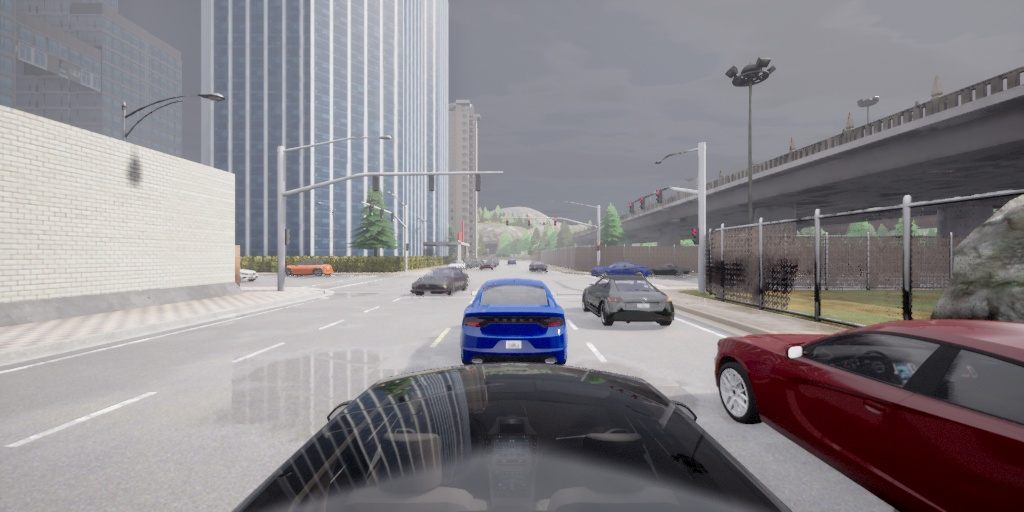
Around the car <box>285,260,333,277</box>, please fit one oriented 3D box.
[{"bbox_3d":[-20.272,1.170,35.407,4.553,1.767,2.097,0,0,0],"label":"car"}]

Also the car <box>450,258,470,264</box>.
[{"bbox_3d":[-7.102,1.292,47.280,1.812,1.442,4.674,0,0,0],"label":"car"}]

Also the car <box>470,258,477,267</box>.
[{"bbox_3d":[-7.097,1.122,56.145,2.097,1.767,4.553,0,0,0],"label":"car"}]

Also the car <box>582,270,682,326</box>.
[{"bbox_3d":[3.572,1.318,11.722,1.994,1.385,4.181,0,0,0],"label":"car"}]

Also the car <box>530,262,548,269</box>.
[{"bbox_3d":[3.274,1.365,44.748,1.895,1.301,4.718,0,0,-1],"label":"car"}]

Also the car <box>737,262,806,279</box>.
[{"bbox_3d":[22.720,1.294,32.006,5.008,1.535,1.882,0,0,0],"label":"car"}]

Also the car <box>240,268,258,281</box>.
[{"bbox_3d":[-22.644,1.341,28.222,4.674,1.442,1.812,0,0,0],"label":"car"}]

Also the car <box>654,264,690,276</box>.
[{"bbox_3d":[14.884,1.419,35.489,4.718,1.301,1.895,0,0,0],"label":"car"}]

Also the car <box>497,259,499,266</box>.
[{"bbox_3d":[-3.586,1.372,61.068,1.895,1.301,4.718,0,0,0],"label":"car"}]

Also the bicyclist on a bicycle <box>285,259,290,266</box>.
[{"bbox_3d":[-25.309,1.120,40.178,0.582,1.620,1.656,0,0,0],"label":"bicyclist on a bicycle"}]

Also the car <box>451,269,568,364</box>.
[{"bbox_3d":[0.051,1.230,8.060,1.882,1.535,5.008,0,0,1],"label":"car"}]

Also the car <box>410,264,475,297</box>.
[{"bbox_3d":[-3.632,1.312,19.087,2.033,1.411,5.357,0,0,6],"label":"car"}]

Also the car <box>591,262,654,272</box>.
[{"bbox_3d":[9.561,1.284,31.976,5.008,1.535,1.882,1,0,0],"label":"car"}]

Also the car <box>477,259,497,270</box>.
[{"bbox_3d":[-3.596,1.369,51.904,1.895,1.301,4.718,0,0,0],"label":"car"}]

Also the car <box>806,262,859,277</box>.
[{"bbox_3d":[31.423,1.324,35.523,4.892,1.490,1.837,1,0,0],"label":"car"}]

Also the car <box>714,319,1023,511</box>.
[{"bbox_3d":[3.601,1.228,2.728,1.882,1.535,5.008,0,0,0],"label":"car"}]

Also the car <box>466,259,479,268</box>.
[{"bbox_3d":[-7.073,1.337,64.785,1.994,1.385,4.181,0,0,-1],"label":"car"}]
